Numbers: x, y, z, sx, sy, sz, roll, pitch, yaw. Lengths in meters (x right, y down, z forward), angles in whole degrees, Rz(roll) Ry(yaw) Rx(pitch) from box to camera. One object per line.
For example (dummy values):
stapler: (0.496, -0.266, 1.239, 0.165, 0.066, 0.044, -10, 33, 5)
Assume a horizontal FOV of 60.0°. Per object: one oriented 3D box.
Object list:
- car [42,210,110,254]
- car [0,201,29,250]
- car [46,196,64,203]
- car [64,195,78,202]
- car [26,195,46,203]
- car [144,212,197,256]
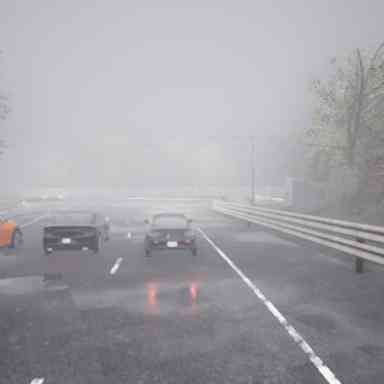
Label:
car: (-4.512, 1.478, 13.556, 1.882, 1.535, 5.008, 0, 0, -8)
car: (-7.794, 1.370, 11.667, 2.097, 1.767, 4.553, 0, 0, -6)
car: (-29.354, 1.472, 69.897, 1.882, 1.535, 5.008, 0, 0, -43)
car: (-26.660, 1.330, 72.133, 2.097, 1.767, 4.553, 0, 0, -43)
car: (-32.008, 1.369, 67.617, 2.097, 1.767, 4.553, 0, 0, -43)
car: (-0.896, 1.510, 13.005, 1.812, 1.442, 4.674, 0, 0, -7)
